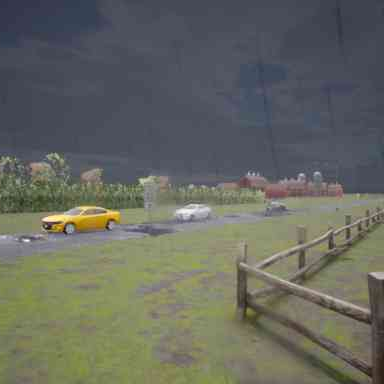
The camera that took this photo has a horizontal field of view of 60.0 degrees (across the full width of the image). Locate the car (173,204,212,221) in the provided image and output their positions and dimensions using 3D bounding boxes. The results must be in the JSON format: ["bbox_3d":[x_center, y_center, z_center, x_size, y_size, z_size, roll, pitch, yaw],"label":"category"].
[{"bbox_3d":[0.186,1.850,30.603,1.812,1.442,4.674,0,0,34],"label":"car"}]

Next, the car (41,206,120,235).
[{"bbox_3d":[-6.664,1.652,20.411,1.882,1.535,5.008,0,0,34],"label":"car"}]

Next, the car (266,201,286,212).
[{"bbox_3d":[12.318,2.106,48.508,1.812,1.442,4.674,0,-1,34],"label":"car"}]
